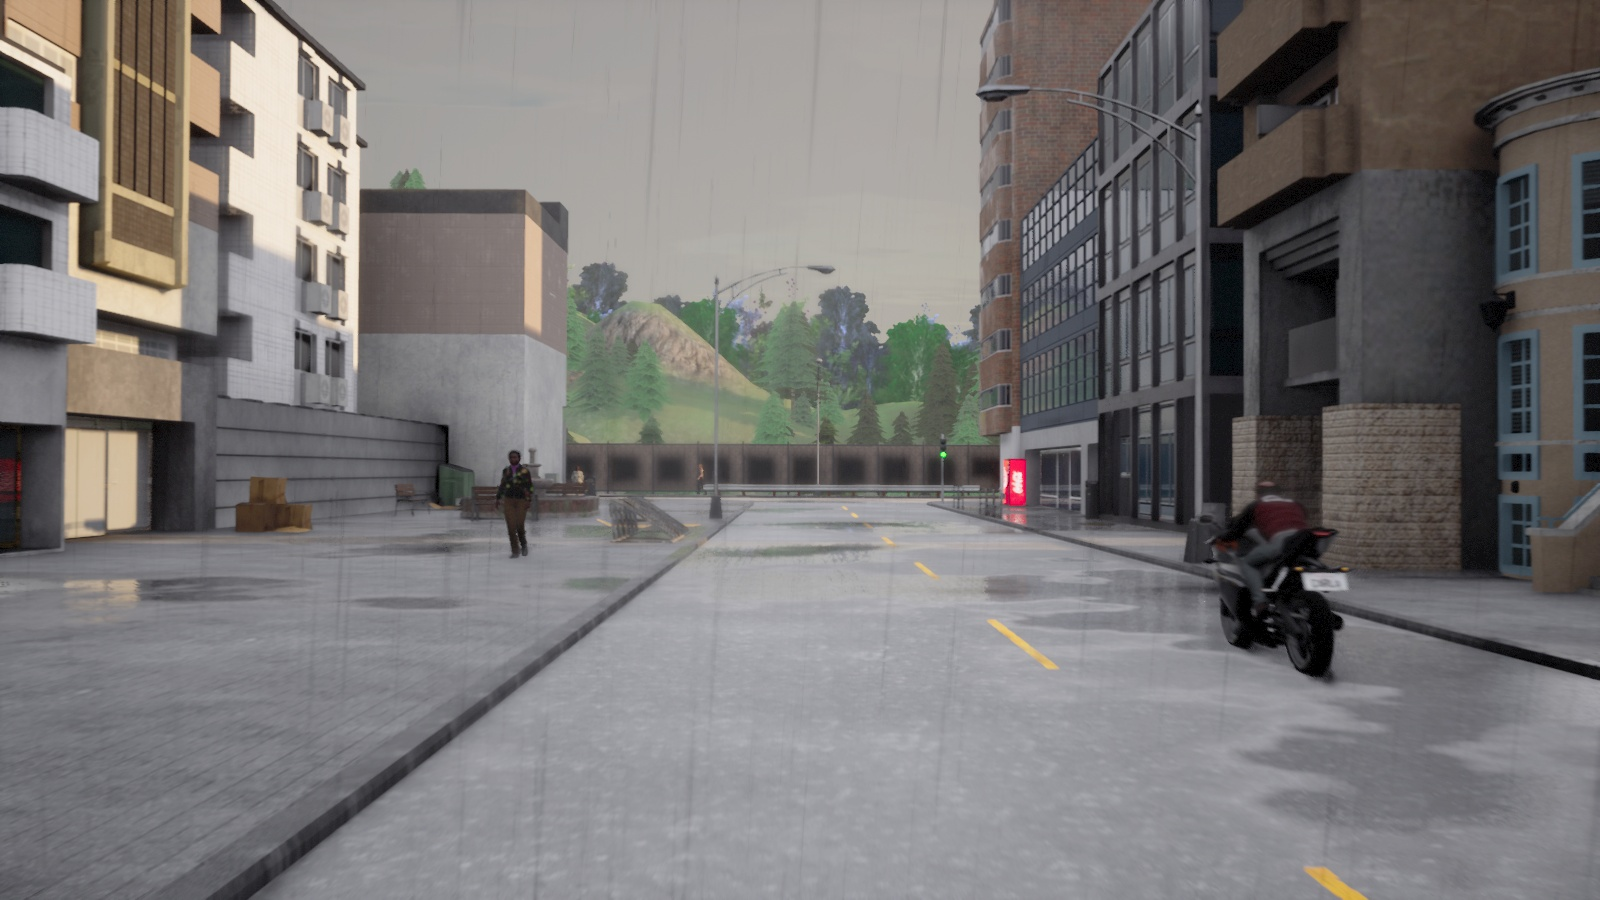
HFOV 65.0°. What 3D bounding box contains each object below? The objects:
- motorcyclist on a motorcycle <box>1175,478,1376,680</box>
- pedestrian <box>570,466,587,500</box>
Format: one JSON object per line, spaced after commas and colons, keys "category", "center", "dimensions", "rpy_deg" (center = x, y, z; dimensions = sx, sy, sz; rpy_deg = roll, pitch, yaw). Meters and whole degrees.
{"category": "motorcyclist on a motorcycle", "center": [3.973, 1.013, 10.725], "dimensions": [0.866, 1.530, 2.191], "rpy_deg": [0, -1, 0]}
{"category": "pedestrian", "center": [-12.279, 1.831, 69.554], "dimensions": [0.874, 1.855, 0.900], "rpy_deg": [0, -1, -15]}
